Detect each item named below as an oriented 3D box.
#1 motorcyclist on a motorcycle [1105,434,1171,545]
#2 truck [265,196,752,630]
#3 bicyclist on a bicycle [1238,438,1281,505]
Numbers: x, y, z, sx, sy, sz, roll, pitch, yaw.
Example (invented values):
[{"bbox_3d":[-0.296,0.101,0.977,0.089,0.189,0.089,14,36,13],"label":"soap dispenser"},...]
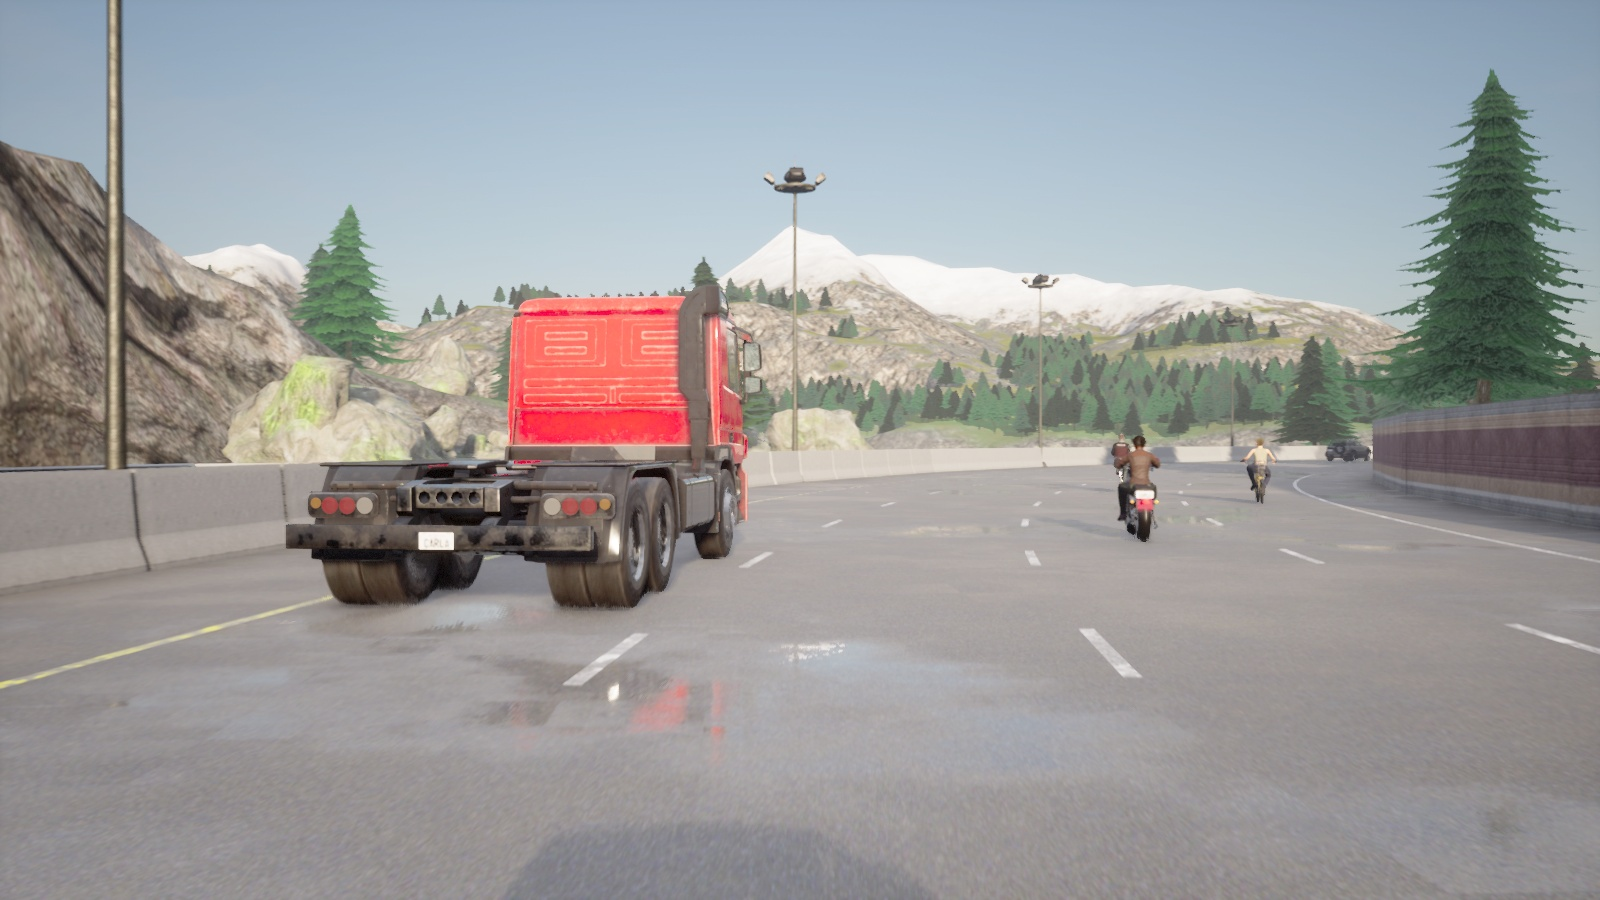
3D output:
[{"bbox_3d":[5.344,0.591,19.955,0.766,1.649,2.350,1,0,9],"label":"motorcyclist on a motorcycle"},{"bbox_3d":[-2.541,-0.318,14.101,2.891,3.462,7.936,0,0,6],"label":"truck"},{"bbox_3d":[11.365,0.521,31.090,0.866,1.612,1.509,0,0,15],"label":"bicyclist on a bicycle"}]
